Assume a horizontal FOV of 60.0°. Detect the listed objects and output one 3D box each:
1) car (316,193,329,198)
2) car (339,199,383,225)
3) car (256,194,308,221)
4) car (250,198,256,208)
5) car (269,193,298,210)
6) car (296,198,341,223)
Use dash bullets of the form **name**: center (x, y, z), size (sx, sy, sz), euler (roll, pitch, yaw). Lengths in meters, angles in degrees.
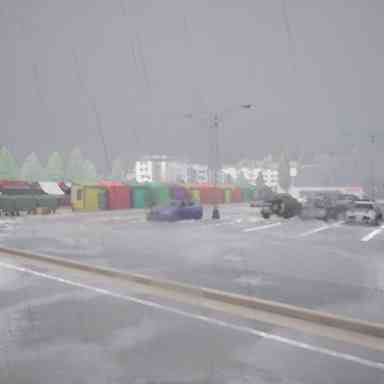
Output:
- **car**: center (21.568, 1.121, 55.287), size (1.905, 1.878, 3.866), euler (0, 0, 36)
- **car**: center (11.564, 1.425, 22.385), size (1.970, 1.475, 3.806), euler (0, 0, 36)
- **car**: center (7.013, 1.156, 25.609), size (1.932, 1.855, 4.605), euler (0, 0, 36)
- **car**: center (9.017, 1.320, 42.818), size (1.784, 1.438, 3.905), euler (0, 0, 36)
- **car**: center (11.329, 1.124, 41.070), size (1.932, 1.855, 4.605), euler (0, 0, 36)
- **car**: center (9.217, 1.380, 24.080), size (1.784, 1.438, 3.905), euler (0, 0, 36)
